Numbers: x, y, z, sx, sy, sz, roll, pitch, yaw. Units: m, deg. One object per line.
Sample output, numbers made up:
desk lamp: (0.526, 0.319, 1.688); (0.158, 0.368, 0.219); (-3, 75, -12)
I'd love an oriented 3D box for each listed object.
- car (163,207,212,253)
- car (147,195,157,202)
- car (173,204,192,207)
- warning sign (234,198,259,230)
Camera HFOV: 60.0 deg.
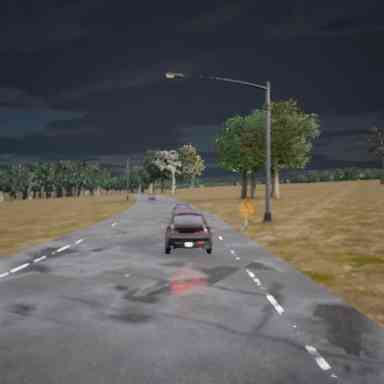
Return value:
car: (-0.172, 1.639, 14.385); (1.837, 1.490, 4.892); (0, 0, -1)
car: (-8.594, 1.368, 71.102); (2.033, 1.411, 5.357); (0, 1, -8)
car: (-0.814, 1.745, 29.406); (1.994, 1.385, 4.181); (0, 0, -3)
warning sign: (3.210, 1.276, 19.734); (1.300, 1.860, 1.060); (0, 0, -2)
